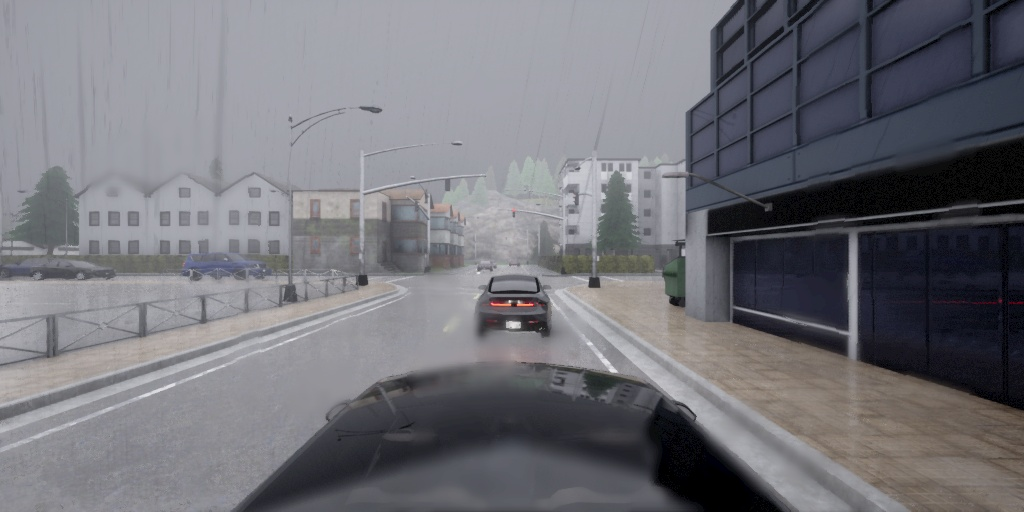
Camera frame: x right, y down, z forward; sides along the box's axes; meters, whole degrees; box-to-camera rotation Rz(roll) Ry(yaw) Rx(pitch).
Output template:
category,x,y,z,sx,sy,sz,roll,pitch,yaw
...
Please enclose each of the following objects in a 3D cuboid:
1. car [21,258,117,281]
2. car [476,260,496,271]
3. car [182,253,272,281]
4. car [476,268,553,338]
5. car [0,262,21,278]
category,x,y,z,sx,sy,sz,roll,pitch,yaw
car,-32.281,1.051,26.469,5.008,1.535,1.882,0,0,0
car,-3.484,1.276,47.623,1.812,1.442,4.674,0,0,0
car,-20.931,0.795,26.400,5.566,2.045,2.150,0,0,0
car,0.076,1.255,10.218,1.837,1.490,4.892,0,0,1
car,-39.812,0.926,30.196,4.553,1.767,2.097,0,0,0
